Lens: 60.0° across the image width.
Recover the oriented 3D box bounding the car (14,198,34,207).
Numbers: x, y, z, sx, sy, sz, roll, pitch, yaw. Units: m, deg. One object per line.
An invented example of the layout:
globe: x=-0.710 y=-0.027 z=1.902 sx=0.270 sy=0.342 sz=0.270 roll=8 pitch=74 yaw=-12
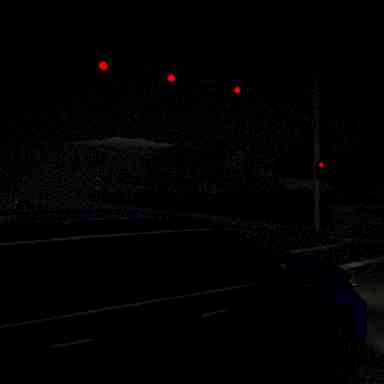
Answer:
car: x=-22.158 y=1.520 z=44.252 sx=2.128 sy=1.511 sz=4.902 roll=0 pitch=0 yaw=-30

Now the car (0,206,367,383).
car: x=-0.476 y=1.218 z=3.581 sx=5.566 sy=2.045 sz=2.150 roll=0 pitch=0 yaw=-33

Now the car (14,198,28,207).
car: x=-27.416 y=1.639 z=53.271 sx=1.895 sy=1.301 sz=4.718 roll=0 pitch=0 yaw=-30
